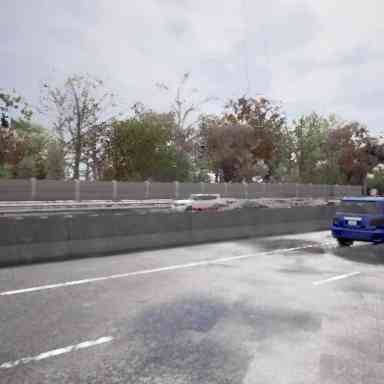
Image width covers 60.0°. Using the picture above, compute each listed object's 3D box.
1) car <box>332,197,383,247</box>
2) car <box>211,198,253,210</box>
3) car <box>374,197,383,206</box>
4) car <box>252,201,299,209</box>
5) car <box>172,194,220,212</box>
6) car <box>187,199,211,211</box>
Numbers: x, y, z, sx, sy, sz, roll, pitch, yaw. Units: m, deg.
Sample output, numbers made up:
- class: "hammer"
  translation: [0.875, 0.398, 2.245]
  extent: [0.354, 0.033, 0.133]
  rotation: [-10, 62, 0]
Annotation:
- class: "car"
  translation: [8.097, 1.230, 13.814]
  extent: [5.566, 2.045, 2.150]
  rotation: [0, 0, -35]
- class: "car"
  translation: [4.358, 1.490, 28.587]
  extent: [5.008, 1.535, 1.882]
  rotation: [0, 0, -35]
- class: "car"
  translation: [33.894, 1.617, 58.124]
  extent: [4.181, 1.385, 1.994]
  rotation: [0, 0, -35]
- class: "car"
  translation: [7.169, 1.578, 26.291]
  extent: [4.181, 1.385, 1.994]
  rotation: [0, 0, -35]
- class: "car"
  translation: [0.637, 1.234, 34.531]
  extent: [5.566, 2.045, 2.150]
  rotation: [0, 0, -35]
- class: "car"
  translation: [2.231, 1.613, 31.371]
  extent: [4.718, 1.301, 1.895]
  rotation: [0, 0, -35]
